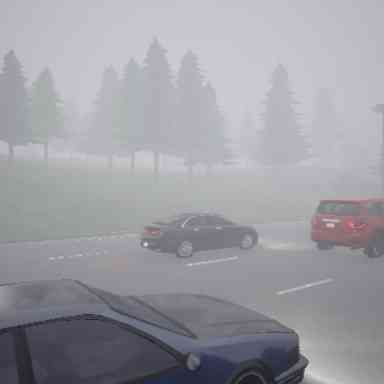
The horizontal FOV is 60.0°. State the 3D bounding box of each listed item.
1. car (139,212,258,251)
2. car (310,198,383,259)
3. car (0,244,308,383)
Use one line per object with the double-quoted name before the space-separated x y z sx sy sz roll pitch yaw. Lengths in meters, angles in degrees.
"car" 0.401 1.515 12.630 4.892 1.490 1.837 0 0 -36
"car" 6.947 1.238 13.006 5.566 2.045 2.150 0 0 -36
"car" -1.362 1.548 2.775 5.357 1.411 2.033 0 0 -36
